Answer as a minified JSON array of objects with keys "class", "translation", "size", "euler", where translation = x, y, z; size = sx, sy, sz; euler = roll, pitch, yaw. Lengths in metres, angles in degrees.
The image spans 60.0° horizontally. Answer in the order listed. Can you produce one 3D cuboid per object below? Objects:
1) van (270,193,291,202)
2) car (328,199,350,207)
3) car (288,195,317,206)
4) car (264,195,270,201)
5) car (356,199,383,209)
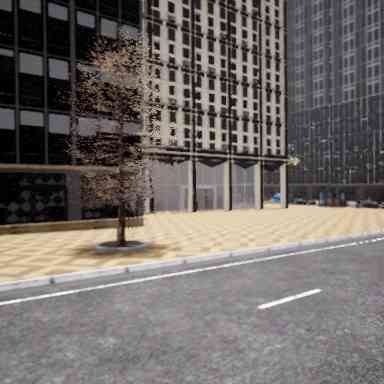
[{"class":"van","translation":[18.990,1.202,69.680],"size":[1.690,1.788,3.998],"euler":[0,1,-35]},{"class":"car","translation":[21.864,1.654,50.854],"size":[1.802,1.307,4.206],"euler":[0,0,-35]},{"class":"car","translation":[18.639,1.601,55.534],"size":[1.947,1.339,4.313],"euler":[0,0,-35]},{"class":"car","translation":[15.718,1.405,74.329],"size":[1.802,1.307,4.206],"euler":[0,1,-35]},{"class":"car","translation":[25.123,1.674,46.195],"size":[1.947,1.339,4.313],"euler":[0,0,-35]}]
